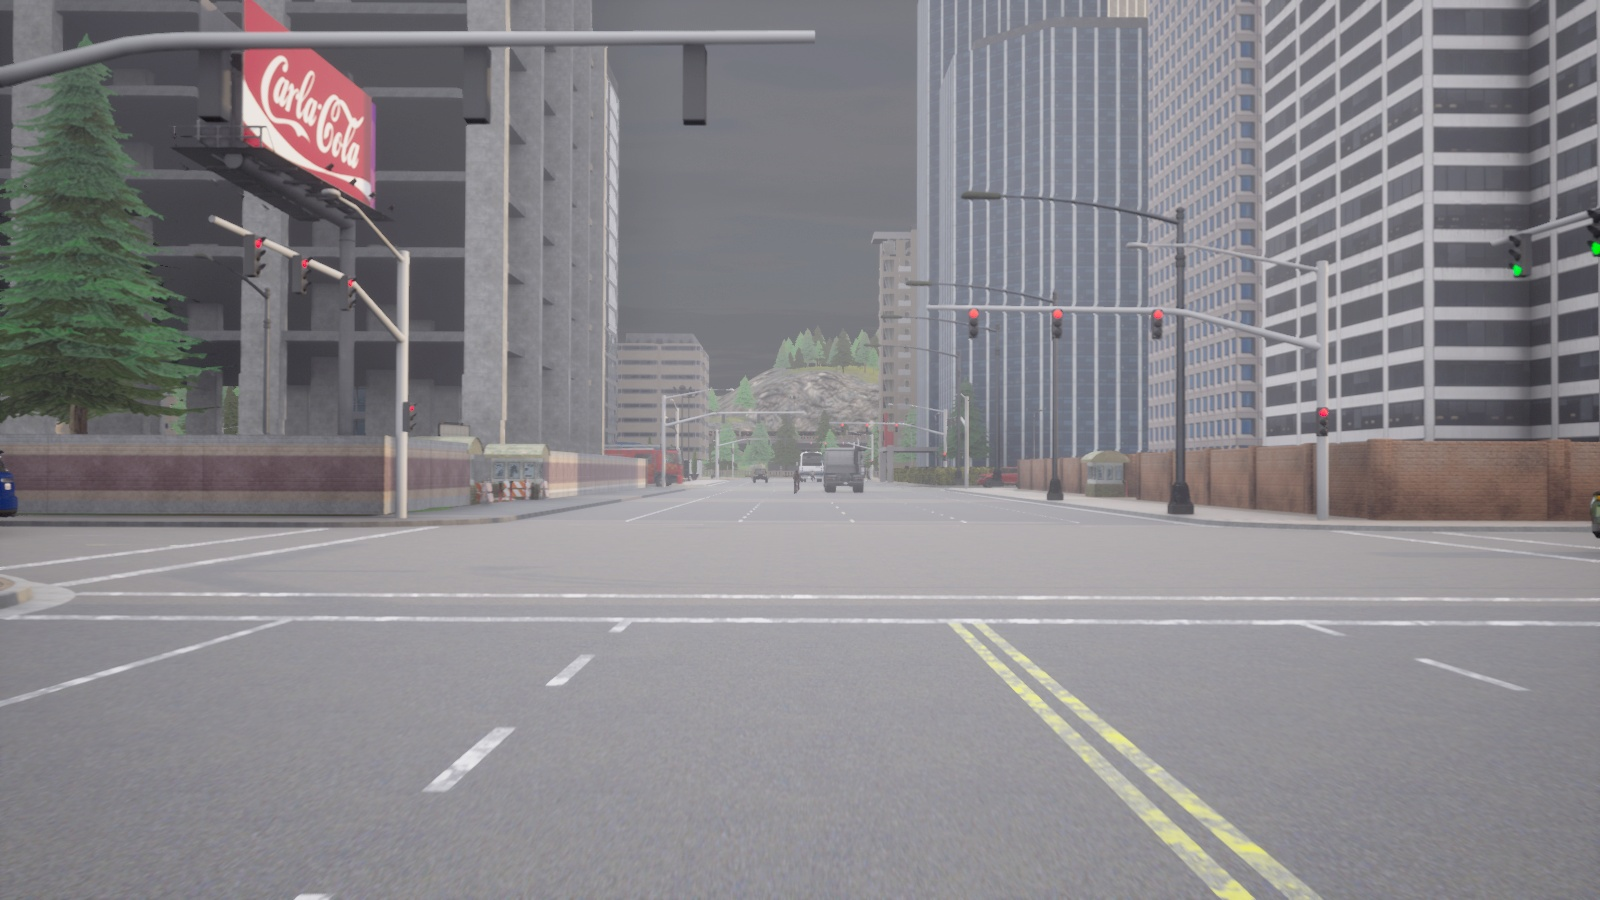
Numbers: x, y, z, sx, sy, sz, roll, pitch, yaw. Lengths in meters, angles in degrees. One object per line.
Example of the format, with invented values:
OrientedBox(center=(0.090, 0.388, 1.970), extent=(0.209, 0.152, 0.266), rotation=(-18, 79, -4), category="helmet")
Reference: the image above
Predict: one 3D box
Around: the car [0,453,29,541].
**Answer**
OrientedBox(center=(-21.442, 1.109, 29.226), extent=(5.566, 2.045, 2.150), rotation=(0, -1, -14), category="car")

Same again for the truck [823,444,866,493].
OrientedBox(center=(3.272, 1.405, 94.718), extent=(2.891, 3.462, 7.936), rotation=(0, -1, 0), category="truck")

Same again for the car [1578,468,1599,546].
OrientedBox(center=(17.860, 1.094, 24.113), extent=(4.514, 1.525, 2.007), rotation=(0, -1, 6), category="car")
